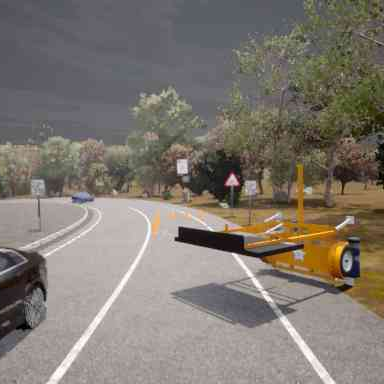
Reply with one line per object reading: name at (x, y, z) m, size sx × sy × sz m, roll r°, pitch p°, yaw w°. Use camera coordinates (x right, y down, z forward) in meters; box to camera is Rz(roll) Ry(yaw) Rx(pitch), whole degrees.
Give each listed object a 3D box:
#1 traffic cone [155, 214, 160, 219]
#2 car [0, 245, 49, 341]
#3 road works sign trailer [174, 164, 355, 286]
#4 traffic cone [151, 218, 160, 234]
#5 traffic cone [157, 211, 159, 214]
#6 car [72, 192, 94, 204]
traffic cone at (-2.015, 1.693, 18.533) m, size 0.340 × 0.580 × 0.340 m, roll -1°, pitch 2°, yaw -4°
car at (-3.437, 1.484, 4.029) m, size 2.128 × 1.511 × 4.902 m, roll 0°, pitch 0°, yaw -1°
road works sign trailer at (1.685, 0.774, 7.455) m, size 3.560 × 2.880 × 2.380 m, roll -1°, pitch 1°, yaw -39°
traffic cone at (-1.866, 1.751, 16.538) m, size 0.340 × 0.580 × 0.340 m, roll -1°, pitch 2°, yaw -4°
traffic cone at (-2.165, 1.635, 20.525) m, size 0.340 × 0.580 × 0.340 m, roll -1°, pitch 2°, yaw -4°
car at (-14.961, 0.769, 45.494) m, size 1.882 × 1.535 × 5.008 m, roll -5°, pitch 3°, yaw -36°
